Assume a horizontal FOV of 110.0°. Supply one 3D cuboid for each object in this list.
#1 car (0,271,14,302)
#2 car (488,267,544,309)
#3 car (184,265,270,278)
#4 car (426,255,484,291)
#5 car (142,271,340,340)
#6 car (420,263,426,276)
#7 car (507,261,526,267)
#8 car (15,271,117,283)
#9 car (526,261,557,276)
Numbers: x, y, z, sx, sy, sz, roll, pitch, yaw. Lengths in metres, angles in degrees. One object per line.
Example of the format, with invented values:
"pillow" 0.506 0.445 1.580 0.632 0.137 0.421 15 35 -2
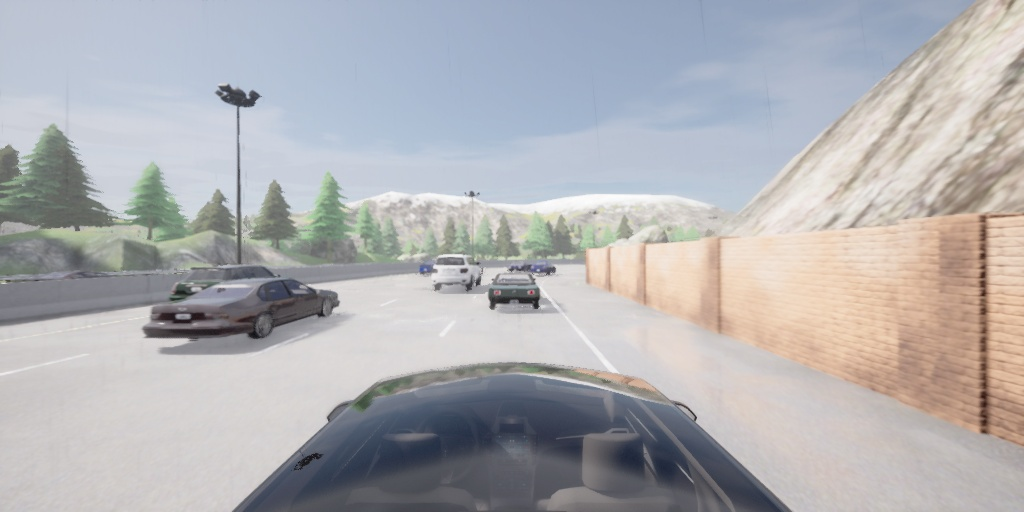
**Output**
"car" -24.529 1.410 14.827 1.994 1.385 4.181 0 0 1
"car" 0.083 1.324 14.875 1.895 1.301 4.718 0 0 0
"car" -10.416 1.129 13.961 2.097 1.767 4.553 0 0 0
"car" -3.248 0.948 21.857 2.150 2.045 5.566 0 0 3
"car" -6.916 1.315 10.047 2.033 1.411 5.357 0 0 0
"car" -7.647 1.193 37.319 1.882 1.535 5.008 -1 0 18
"car" 1.144 1.264 41.737 1.895 1.301 4.718 0 0 21
"car" -20.995 1.388 16.938 1.994 1.385 4.181 0 0 1
"car" 3.237 1.189 36.467 1.812 1.442 4.674 -1 0 18
